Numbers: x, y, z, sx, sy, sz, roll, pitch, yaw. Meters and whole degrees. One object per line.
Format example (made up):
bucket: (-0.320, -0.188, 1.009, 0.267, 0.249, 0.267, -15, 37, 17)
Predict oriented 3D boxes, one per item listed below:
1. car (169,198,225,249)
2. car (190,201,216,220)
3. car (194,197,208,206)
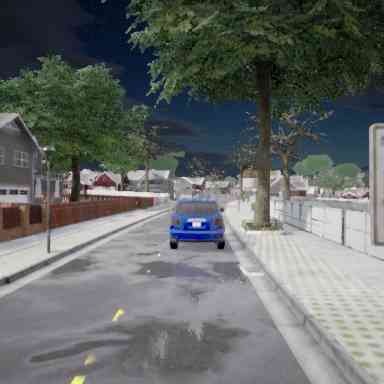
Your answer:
car: (0.268, 1.262, 14.616, 2.150, 2.045, 5.566, 0, 0, 2)
car: (1.067, 1.583, 29.516, 2.033, 1.411, 5.357, 0, 0, 4)
car: (1.687, 1.699, 60.610, 1.994, 1.385, 4.181, 0, 0, 8)
